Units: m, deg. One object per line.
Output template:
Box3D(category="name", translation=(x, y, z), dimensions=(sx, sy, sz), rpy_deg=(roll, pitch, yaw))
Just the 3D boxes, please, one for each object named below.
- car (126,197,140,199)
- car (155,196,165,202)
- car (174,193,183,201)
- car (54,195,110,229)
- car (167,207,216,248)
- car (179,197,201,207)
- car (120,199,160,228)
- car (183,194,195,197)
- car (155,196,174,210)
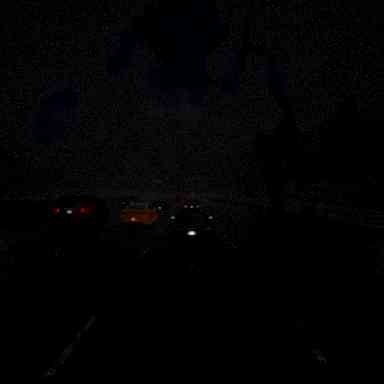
Box3D(category="car", translation=(-7.026, 1.324, 40.347), dimensions=(2.097, 1.767, 4.553), rpy_deg=(0, 0, 0))
Box3D(category="car", translation=(-7.046, 1.537, 74.135), dimensions=(1.895, 1.301, 4.718), rpy_deg=(0, 0, 0))
Box3D(category="car", translation=(-3.546, 1.494, 74.103), dimensions=(1.994, 1.385, 4.181), rpy_deg=(0, 0, 0))
Box3D(category="car", translation=(-7.013, 1.219, 21.718), dimensions=(2.150, 2.045, 5.566), rpy_deg=(0, 0, 0))
Box3D(category="car", translation=(-0.009, 1.566, 14.915), dimensions=(1.994, 1.385, 4.181), rpy_deg=(0, 0, 0))
Box3D(category="car", translation=(-0.022, 1.526, 35.905), dimensions=(2.033, 1.411, 5.357), rpy_deg=(0, 0, 0))
Box3D(category="car", translation=(-3.514, 1.474, 22.432), dimensions=(1.882, 1.535, 5.008), rpy_deg=(0, 0, 0))
Box3D(category="car", translation=(-0.032, 1.436, 52.419), dimensions=(1.882, 1.535, 5.008), rpy_deg=(0, 0, 0))
Box3D(category="car", translation=(-3.524, 1.480, 38.909), dimensions=(1.837, 1.490, 4.892), rpy_deg=(0, 0, 0))
